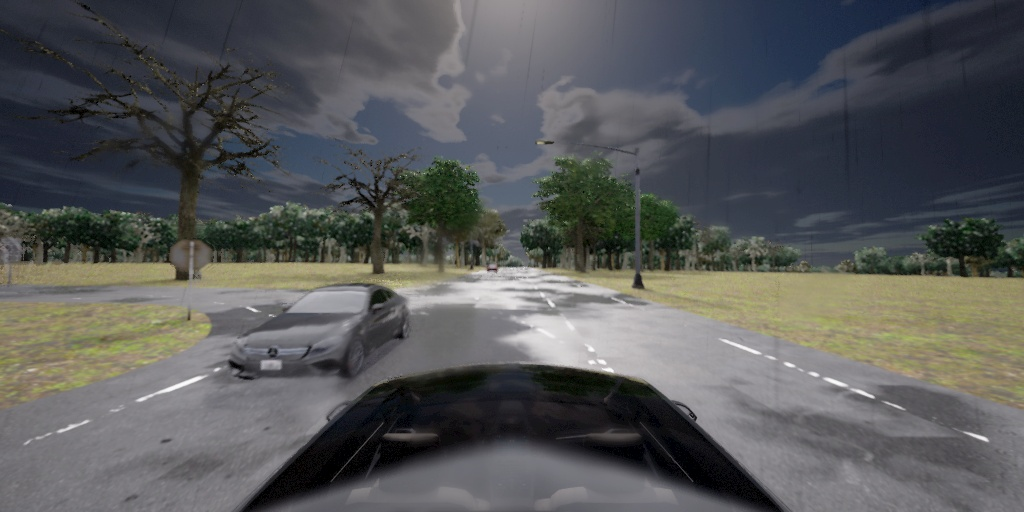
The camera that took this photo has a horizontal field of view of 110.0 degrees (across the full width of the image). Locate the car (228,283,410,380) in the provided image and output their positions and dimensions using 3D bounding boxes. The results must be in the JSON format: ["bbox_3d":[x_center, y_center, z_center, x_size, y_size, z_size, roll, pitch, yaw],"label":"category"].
[{"bbox_3d":[-3.495,1.326,7.533,1.812,1.442,4.674,0,0,0],"label":"car"}]

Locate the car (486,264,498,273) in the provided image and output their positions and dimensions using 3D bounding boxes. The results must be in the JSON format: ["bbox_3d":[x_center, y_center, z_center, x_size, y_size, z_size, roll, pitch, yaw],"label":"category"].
[{"bbox_3d":[-3.550,2.205,64.533,1.882,1.535,5.008,0,-1,0],"label":"car"}]
